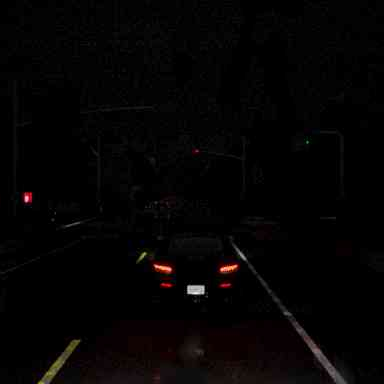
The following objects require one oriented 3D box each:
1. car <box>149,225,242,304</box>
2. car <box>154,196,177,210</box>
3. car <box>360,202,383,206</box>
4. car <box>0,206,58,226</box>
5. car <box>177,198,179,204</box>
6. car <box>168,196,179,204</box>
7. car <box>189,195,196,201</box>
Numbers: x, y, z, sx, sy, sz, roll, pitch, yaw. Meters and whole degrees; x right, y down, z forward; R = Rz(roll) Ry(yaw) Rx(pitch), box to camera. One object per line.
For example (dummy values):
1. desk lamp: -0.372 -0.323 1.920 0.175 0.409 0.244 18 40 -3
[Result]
1. car: 0.085 1.526 8.048 1.812 1.442 4.674 0 0 0
2. car: -3.527 1.351 42.348 2.097 1.767 4.553 0 0 2
3. car: 15.583 1.528 28.601 5.357 1.411 2.033 0 0 -6
4. car: -11.917 1.616 23.067 4.718 1.301 1.895 0 0 -4
5. car: -3.513 1.525 52.181 1.812 1.442 4.674 0 0 0
6. car: -3.469 1.525 62.259 1.812 1.442 4.674 0 0 1
7. car: 0.123 1.524 80.843 2.128 1.511 4.902 0 0 0
